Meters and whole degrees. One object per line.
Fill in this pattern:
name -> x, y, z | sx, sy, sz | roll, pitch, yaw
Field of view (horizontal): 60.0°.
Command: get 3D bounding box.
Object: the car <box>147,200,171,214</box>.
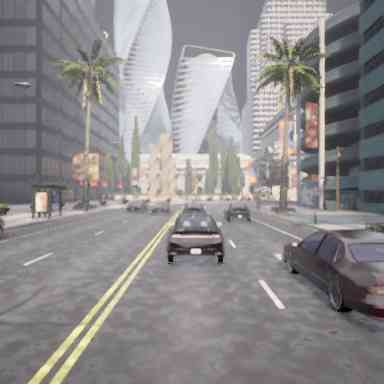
car -> -3.420, 1.673, 37.848 | 2.033, 1.411, 5.357 | 0, 0, 1

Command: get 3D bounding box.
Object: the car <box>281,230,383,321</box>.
car -> 3.602, 1.579, 7.637 | 2.033, 1.411, 5.357 | 0, 0, 0

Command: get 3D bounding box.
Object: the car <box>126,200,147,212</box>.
car -> -6.710, 1.681, 41.323 | 2.033, 1.411, 5.357 | 0, 0, 4

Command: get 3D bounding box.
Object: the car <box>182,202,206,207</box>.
car -> 0.165, 1.601, 27.757 | 1.837, 1.490, 4.892 | 0, 0, 0

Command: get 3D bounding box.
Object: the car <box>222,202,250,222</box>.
car -> 3.665, 1.605, 27.740 | 1.837, 1.490, 4.892 | 0, 0, 0

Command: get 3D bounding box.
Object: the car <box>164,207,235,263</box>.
car -> 0.122, 1.533, 12.134 | 2.128, 1.511, 4.902 | 0, 0, 0

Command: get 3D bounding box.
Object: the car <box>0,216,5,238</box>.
car -> -10.051, 1.518, 14.311 | 2.231, 1.521, 4.892 | 0, 0, 0
